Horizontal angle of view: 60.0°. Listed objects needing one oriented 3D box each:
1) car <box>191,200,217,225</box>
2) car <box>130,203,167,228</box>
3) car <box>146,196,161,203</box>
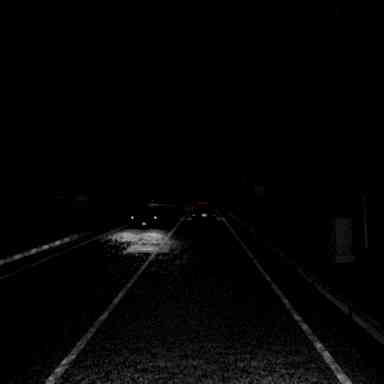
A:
[{"bbox_3d":[0.896,1.600,24.782,2.033,1.411,5.357,0,0,2],"label":"car"},{"bbox_3d":[-2.884,1.650,22.583,1.895,1.301,4.718,0,0,2],"label":"car"},{"bbox_3d":[-7.450,1.489,64.420,1.837,1.490,4.892,4,-1,-23],"label":"car"}]
